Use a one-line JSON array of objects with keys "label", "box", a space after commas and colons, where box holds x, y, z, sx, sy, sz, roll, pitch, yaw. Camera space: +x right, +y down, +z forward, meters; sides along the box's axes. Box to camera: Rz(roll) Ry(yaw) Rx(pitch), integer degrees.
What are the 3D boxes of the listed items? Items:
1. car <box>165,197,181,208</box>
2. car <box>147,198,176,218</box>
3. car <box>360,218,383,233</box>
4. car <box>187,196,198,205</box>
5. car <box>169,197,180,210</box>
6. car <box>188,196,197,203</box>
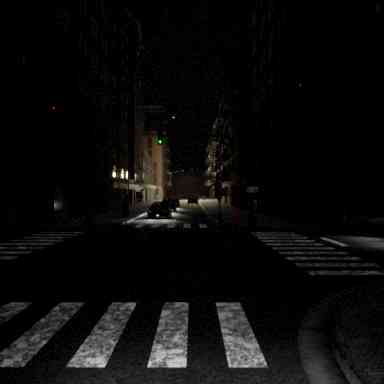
[{"label": "car", "box": [-2.813, 1.483, 50.148, 2.128, 1.511, 4.902, 0, 0, 0]}, {"label": "car", "box": [-2.826, 1.547, 30.125, 2.033, 1.411, 5.357, 0, 0, 0]}, {"label": "car", "box": [11.645, 1.557, 17.813, 4.829, 1.417, 1.752, 0, 0, 0]}, {"label": "car", "box": [0.134, 1.463, 59.772, 1.882, 1.535, 5.008, 0, 0, 0]}, {"label": "car", "box": [-2.818, 1.488, 39.947, 2.128, 1.511, 4.902, 0, 0, 0]}, {"label": "car", "box": [0.143, 1.502, 69.916, 1.812, 1.442, 4.674, 0, 0, 0]}]
